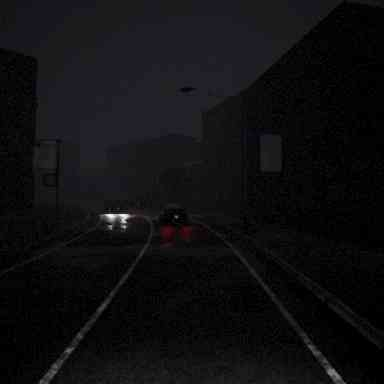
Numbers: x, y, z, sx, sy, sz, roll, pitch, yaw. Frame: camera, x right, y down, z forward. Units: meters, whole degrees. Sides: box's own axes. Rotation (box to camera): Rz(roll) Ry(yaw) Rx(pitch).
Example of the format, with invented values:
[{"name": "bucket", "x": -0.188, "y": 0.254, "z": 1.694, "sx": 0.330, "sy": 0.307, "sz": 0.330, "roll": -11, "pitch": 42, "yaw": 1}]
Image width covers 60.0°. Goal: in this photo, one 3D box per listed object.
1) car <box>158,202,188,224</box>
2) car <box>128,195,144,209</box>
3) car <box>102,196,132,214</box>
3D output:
[{"name": "car", "x": -1.443, "y": 1.458, "z": 24.435, "sx": 1.812, "sy": 1.442, "sz": 4.674, "roll": 1, "pitch": 0, "yaw": -10}, {"name": "car", "x": -7.265, "y": 1.162, "z": 40.248, "sx": 2.128, "sy": 1.511, "sz": 4.902, "roll": 2, "pitch": 0, "yaw": -28}, {"name": "car", "x": -7.506, "y": 1.300, "z": 32.254, "sx": 1.994, "sy": 1.385, "sz": 4.181, "roll": 1, "pitch": 1, "yaw": -22}]
